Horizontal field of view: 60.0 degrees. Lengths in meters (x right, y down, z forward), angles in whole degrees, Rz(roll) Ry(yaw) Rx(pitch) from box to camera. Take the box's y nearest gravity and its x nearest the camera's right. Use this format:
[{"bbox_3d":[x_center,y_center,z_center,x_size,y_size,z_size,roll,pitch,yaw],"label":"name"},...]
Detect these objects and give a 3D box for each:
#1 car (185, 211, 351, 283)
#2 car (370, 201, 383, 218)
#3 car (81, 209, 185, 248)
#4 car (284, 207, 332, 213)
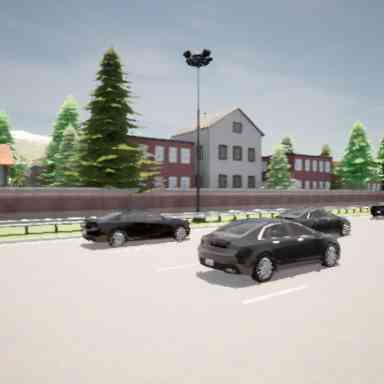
[{"bbox_3d":[2.406,1.515,9.761,4.892,1.490,1.837,0,0,-35],"label":"car"},{"bbox_3d":[17.642,1.518,29.226,5.008,1.535,1.882,0,0,-35],"label":"car"},{"bbox_3d":[-2.373,1.486,14.951,5.008,1.535,1.882,0,0,-35],"label":"car"},{"bbox_3d":[6.022,1.524,16.638,4.892,1.490,1.837,0,0,-36],"label":"car"}]
